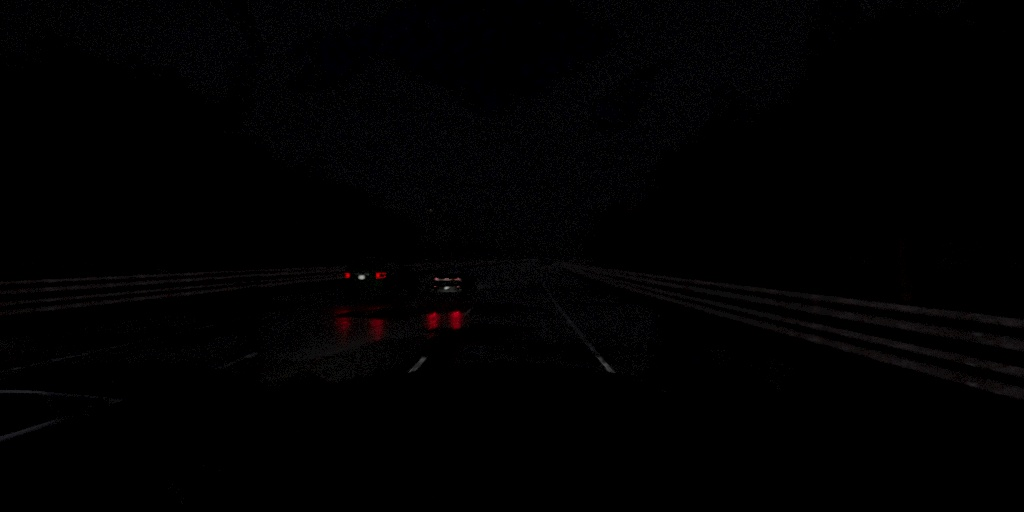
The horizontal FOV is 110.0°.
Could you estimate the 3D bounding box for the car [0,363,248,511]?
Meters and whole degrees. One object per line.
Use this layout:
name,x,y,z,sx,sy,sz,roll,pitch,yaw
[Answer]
car,-3.380,1.224,1.373,2.128,1.511,4.902,0,0,0

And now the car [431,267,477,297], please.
car,-3.059,1.346,19.598,2.128,1.511,4.902,0,0,2

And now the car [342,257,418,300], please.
car,-6.615,1.055,18.616,2.150,2.045,5.566,0,0,2
